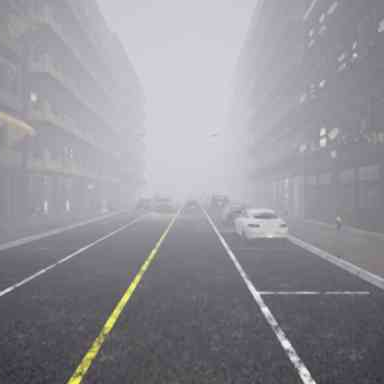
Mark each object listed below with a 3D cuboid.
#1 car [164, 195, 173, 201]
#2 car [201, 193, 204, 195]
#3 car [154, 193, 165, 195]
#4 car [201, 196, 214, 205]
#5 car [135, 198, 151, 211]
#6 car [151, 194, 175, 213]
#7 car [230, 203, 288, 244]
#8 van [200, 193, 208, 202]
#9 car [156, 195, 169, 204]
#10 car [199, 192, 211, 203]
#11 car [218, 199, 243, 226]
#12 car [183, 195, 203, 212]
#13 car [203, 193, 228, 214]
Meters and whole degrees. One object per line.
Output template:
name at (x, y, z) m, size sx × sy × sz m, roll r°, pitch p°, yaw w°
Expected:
car at (-5.345, 1.289, 76.519) m, size 1.802 × 1.307 × 4.206 m, roll 1°, pitch 0°, yaw 0°
car at (2.526, 1.232, 43.281) m, size 1.967 × 1.590 × 4.097 m, roll 1°, pitch 0°, yaw 0°
car at (-5.324, 1.071, 54.393) m, size 2.192 × 1.841 × 5.009 m, roll 1°, pitch 0°, yaw 0°
car at (2.516, 1.338, 54.344) m, size 1.802 × 1.307 × 4.206 m, roll 1°, pitch 0°, yaw 0°
car at (-5.320, 1.379, 37.804) m, size 1.947 × 1.339 × 4.313 m, roll 1°, pitch 0°, yaw 0°
car at (-2.868, 1.301, 35.160) m, size 1.882 × 1.535 × 5.008 m, roll 0°, pitch 0°, yaw 0°
car at (3.014, 1.442, 15.132) m, size 1.812 × 1.442 × 4.674 m, roll 0°, pitch 0°, yaw 0°
van at (2.510, 1.058, 70.937) m, size 1.690 × 1.788 × 3.998 m, roll 1°, pitch 0°, yaw 0°
car at (-5.333, 1.286, 59.925) m, size 1.887 × 1.381 × 4.507 m, roll 1°, pitch 0°, yaw 0°
car at (2.515, 1.043, 65.406) m, size 2.192 × 1.841 × 5.009 m, roll 1°, pitch 0°, yaw 0°
car at (3.010, 1.408, 22.134) m, size 1.812 × 1.442 × 4.674 m, roll 0°, pitch 0°, yaw 0°
car at (0.038, 1.346, 36.023) m, size 1.812 × 1.442 × 4.674 m, roll 0°, pitch 0°, yaw 0°
car at (2.535, 1.151, 32.217) m, size 2.192 × 1.841 × 5.009 m, roll 1°, pitch 0°, yaw 0°
